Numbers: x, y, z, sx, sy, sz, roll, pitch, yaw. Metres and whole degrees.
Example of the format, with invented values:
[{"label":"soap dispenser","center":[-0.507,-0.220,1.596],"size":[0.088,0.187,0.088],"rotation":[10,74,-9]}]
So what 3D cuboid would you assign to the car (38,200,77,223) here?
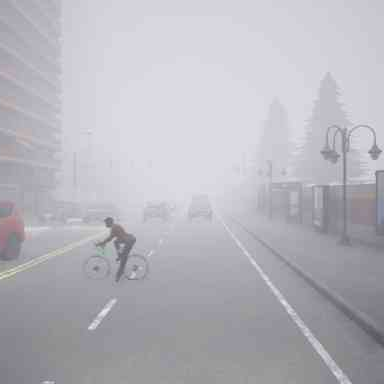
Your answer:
[{"label":"car","center":[-9.947,1.411,25.488],"size":[2.128,1.511,4.902],"rotation":[0,4,1]}]

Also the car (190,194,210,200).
[{"label":"car","center":[0.973,1.221,39.365],"size":[2.150,2.045,5.566],"rotation":[0,0,1]}]

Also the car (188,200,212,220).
[{"label":"car","center":[0.699,1.600,27.771],"size":[1.895,1.301,4.718],"rotation":[0,0,1]}]

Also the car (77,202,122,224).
[{"label":"car","center":[-6.552,1.506,24.635],"size":[1.837,1.490,4.892],"rotation":[0,0,1]}]

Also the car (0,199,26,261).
[{"label":"car","center":[-6.916,1.225,9.347],"size":[2.150,2.045,5.566],"rotation":[0,0,1]}]

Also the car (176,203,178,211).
[{"label":"car","center":[-2.599,1.601,37.386],"size":[1.895,1.301,4.718],"rotation":[0,0,2]}]

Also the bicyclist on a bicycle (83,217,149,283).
[{"label":"bicyclist on a bicycle","center":[-1.912,1.452,8.331],"size":[1.656,1.620,0.582],"rotation":[-1,0,1]}]

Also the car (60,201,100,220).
[{"label":"car","center":[-9.914,1.586,29.820],"size":[1.994,1.385,4.181],"rotation":[0,2,2]}]

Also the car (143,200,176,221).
[{"label":"car","center":[-2.806,1.491,27.261],"size":[2.128,1.511,4.902],"rotation":[0,0,1]}]
